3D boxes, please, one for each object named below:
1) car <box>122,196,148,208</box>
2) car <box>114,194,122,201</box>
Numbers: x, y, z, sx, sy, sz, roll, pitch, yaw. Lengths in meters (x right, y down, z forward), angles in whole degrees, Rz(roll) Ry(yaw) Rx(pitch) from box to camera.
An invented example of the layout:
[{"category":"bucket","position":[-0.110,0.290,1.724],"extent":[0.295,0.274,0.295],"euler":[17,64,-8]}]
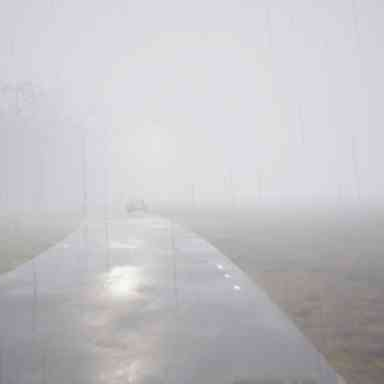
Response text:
[{"category":"car","position":[-5.265,1.252,31.553],"extent":[1.994,1.385,4.181],"euler":[0,0,-15]},{"category":"car","position":[-13.911,1.199,63.070],"extent":[1.801,1.575,5.366],"euler":[0,0,-15]}]
